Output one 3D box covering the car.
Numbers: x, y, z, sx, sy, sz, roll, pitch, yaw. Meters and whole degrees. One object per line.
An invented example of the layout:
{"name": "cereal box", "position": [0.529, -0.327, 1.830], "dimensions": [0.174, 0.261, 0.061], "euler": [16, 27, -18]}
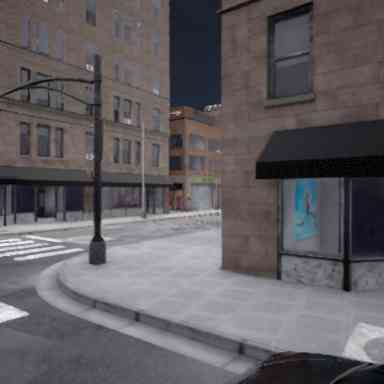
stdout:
{"name": "car", "position": [1.910, 1.570, 1.487], "dimensions": [4.313, 1.339, 1.947], "euler": [0, 0, 36]}
